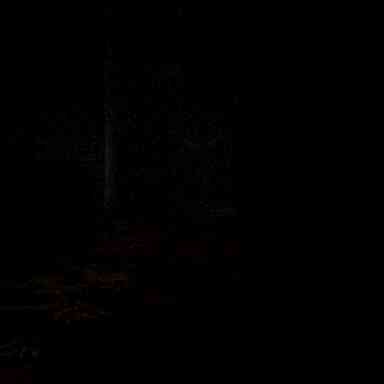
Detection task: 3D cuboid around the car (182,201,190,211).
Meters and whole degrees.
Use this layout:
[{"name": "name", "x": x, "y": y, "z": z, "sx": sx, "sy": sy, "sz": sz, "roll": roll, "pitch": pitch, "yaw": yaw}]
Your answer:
[{"name": "car", "x": -1.425, "y": 2.035, "z": 49.501, "sx": 1.994, "sy": 1.381, "sz": 4.181, "roll": 0, "pitch": -1, "yaw": -10}]
